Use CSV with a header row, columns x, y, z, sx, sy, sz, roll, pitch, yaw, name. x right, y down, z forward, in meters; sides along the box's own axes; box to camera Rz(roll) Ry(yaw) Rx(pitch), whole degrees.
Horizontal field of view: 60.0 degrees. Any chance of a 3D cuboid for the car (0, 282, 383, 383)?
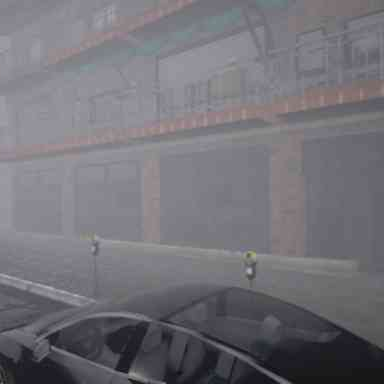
x,y,z,sx,sy,sz,roll,pitch,yaw,name
-0.257,1.584,3.157,4.313,1.339,1.947,-1,-1,36,car
